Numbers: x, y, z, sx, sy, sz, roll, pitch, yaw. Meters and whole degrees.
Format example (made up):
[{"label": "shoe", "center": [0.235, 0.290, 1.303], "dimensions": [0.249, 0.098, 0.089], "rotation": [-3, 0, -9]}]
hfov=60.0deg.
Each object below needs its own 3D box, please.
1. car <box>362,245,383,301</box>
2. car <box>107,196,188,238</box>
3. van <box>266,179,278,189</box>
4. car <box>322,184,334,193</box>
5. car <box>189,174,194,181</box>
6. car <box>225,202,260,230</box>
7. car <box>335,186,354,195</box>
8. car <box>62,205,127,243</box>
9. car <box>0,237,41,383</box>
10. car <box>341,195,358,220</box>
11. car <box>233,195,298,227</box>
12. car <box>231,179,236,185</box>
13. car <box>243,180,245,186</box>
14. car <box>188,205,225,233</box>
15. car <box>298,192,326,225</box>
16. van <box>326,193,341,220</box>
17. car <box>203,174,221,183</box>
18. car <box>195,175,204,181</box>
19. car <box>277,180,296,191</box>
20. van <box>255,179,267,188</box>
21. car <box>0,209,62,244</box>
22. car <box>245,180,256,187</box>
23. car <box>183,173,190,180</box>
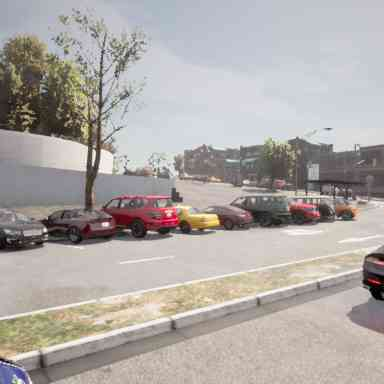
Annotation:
[{"label": "car", "center": [5.552, 1.501, 7.082], "dimensions": [4.902, 1.511, 2.128], "rotation": [0, 0, -35]}, {"label": "car", "center": [-3.330, 1.248, 17.857], "dimensions": [5.566, 2.045, 2.435], "rotation": [-1, -1, 35]}, {"label": "van", "center": [17.735, -1.490, 68.899], "dimensions": [1.878, 1.987, 4.442], "rotation": [7, 4, 35]}, {"label": "car", "center": [24.701, -0.425, 59.148], "dimensions": [2.435, 2.045, 5.566], "rotation": [7, 3, 35]}, {"label": "car", "center": [2.117, -3.849, 91.126], "dimensions": [2.185, 1.767, 4.553], "rotation": [6, 3, 34]}, {"label": "car", "center": [1.598, 1.549, 21.310], "dimensions": [4.674, 1.452, 2.002], "rotation": [-1, -1, 35]}, {"label": "car", "center": [26.391, 0.137, 56.675], "dimensions": [2.002, 1.452, 4.674], "rotation": [7, 3, 35]}, {"label": "car", "center": [-5.775, 1.525, 16.113], "dimensions": [4.792, 1.488, 2.163], "rotation": [-1, -1, 35]}, {"label": "car", "center": [-2.855, 1.350, 1.095], "dimensions": [4.553, 1.767, 2.097], "rotation": [0, 0, -35]}, {"label": "car", "center": [11.489, 1.404, 28.188], "dimensions": [4.553, 1.767, 2.185], "rotation": [-1, -1, 35]}, {"label": "car", "center": [4.026, 1.263, 23.066], "dimensions": [5.566, 2.045, 2.435], "rotation": [-1, -1, 35]}, {"label": "car", "center": [10.862, -2.316, 78.887], "dimensions": [2.002, 1.452, 4.674], "rotation": [7, 3, 35]}, {"label": "car", "center": [12.603, -2.042, 76.424], "dimensions": [2.002, 1.452, 4.674], "rotation": [7, 4, 35]}, {"label": "car", "center": [-1.009, 1.503, 19.683], "dimensions": [5.366, 1.575, 1.946], "rotation": [-1, -1, 35]}, {"label": "car", "center": [6.540, 1.268, 24.770], "dimensions": [5.566, 2.045, 2.435], "rotation": [-1, -1, 35]}, {"label": "van", "center": [9.080, 1.297, 26.439], "dimensions": [4.442, 1.987, 1.878], "rotation": [-1, -1, 35]}, {"label": "car", "center": [5.760, -3.175, 86.399], "dimensions": [1.946, 1.575, 5.366], "rotation": [7, 3, 34]}, {"label": "car", "center": [3.910, -3.697, 88.660], "dimensions": [2.435, 2.045, 5.566], "rotation": [7, 3, 34]}, {"label": "car", "center": [19.494, -0.991, 66.536], "dimensions": [2.231, 1.521, 4.892], "rotation": [7, 3, 35]}, {"label": "van", "center": [16.007, -1.763, 71.371], "dimensions": [1.878, 1.987, 4.442], "rotation": [7, 4, 35]}, {"label": "car", "center": [-8.196, 1.494, 14.367], "dimensions": [4.892, 1.521, 2.231], "rotation": [-1, -1, 35]}, {"label": "car", "center": [14.434, -1.811, 74.103], "dimensions": [1.946, 1.575, 5.366], "rotation": [7, 3, 35]}, {"label": "car", "center": [0.388, -4.084, 93.597], "dimensions": [2.185, 1.767, 4.553], "rotation": [4, 1, 33]}]
